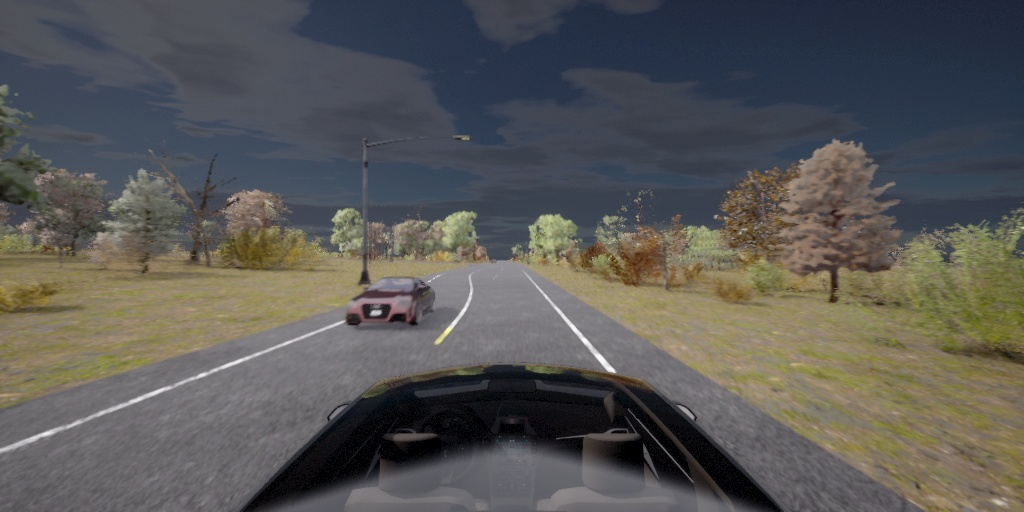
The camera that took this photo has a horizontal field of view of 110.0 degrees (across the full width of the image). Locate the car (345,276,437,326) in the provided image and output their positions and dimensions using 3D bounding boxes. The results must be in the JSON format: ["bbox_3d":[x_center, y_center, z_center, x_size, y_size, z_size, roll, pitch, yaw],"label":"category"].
[{"bbox_3d":[-3.748,1.367,11.749,1.994,1.385,4.181,0,0,-2],"label":"car"}]
